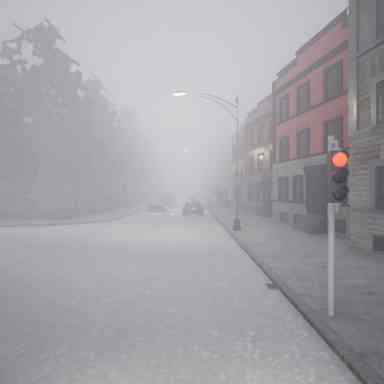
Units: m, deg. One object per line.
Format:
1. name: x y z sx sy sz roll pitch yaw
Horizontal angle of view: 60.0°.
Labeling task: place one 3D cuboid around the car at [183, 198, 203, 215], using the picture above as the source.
1. car: 0.102 1.564 33.336 1.994 1.385 4.181 0 0 0

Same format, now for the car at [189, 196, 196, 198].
1. car: 0.110 1.505 61.744 1.837 1.490 4.892 0 0 0

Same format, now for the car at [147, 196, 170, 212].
1. car: -4.094 1.547 39.329 2.033 1.411 5.357 0 0 0

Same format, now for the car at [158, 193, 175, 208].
1. car: -4.087 1.221 49.517 2.150 2.045 5.566 0 0 0
